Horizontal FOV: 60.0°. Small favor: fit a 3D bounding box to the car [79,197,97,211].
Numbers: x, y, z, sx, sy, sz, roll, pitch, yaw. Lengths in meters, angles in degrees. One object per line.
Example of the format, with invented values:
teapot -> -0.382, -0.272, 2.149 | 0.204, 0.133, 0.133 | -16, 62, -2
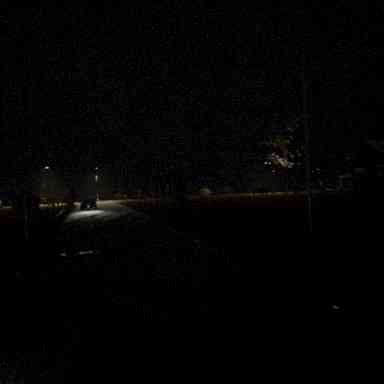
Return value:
car -> -12.666, 1.396, 40.648 | 2.128, 1.511, 4.902 | -3, 1, -17
